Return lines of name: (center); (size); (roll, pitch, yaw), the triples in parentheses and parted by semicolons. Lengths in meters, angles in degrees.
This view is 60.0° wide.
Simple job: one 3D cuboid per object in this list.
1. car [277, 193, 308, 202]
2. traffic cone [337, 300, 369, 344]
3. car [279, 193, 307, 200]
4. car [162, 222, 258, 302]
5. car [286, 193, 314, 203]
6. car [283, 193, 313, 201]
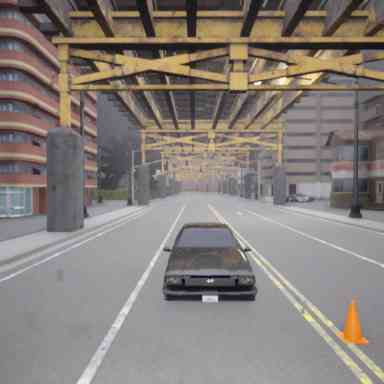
car: (17.829, 0.978, 58.949); (4.974, 1.542, 2.038); (0, 1, 25)
traffic cone: (2.455, 1.951, 5.076); (0.340, 0.580, 0.340); (0, 0, 0)
car: (17.876, 0.820, 58.926); (4.536, 1.218, 1.853); (0, 1, 25)
car: (0.364, 1.536, 8.684); (2.033, 1.411, 5.357); (0, 0, 1)
car: (17.480, 1.024, 54.793); (4.974, 1.542, 2.038); (0, 1, -20)
car: (17.529, 0.866, 54.809); (4.536, 1.218, 1.853); (0, 1, -20)
